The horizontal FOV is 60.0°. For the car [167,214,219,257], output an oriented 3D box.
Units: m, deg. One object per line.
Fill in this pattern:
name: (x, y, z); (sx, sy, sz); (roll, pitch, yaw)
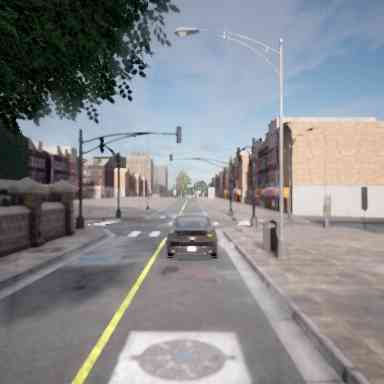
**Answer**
car: (0.039, 1.644, 13.501); (1.837, 1.490, 4.892); (0, 0, 1)
